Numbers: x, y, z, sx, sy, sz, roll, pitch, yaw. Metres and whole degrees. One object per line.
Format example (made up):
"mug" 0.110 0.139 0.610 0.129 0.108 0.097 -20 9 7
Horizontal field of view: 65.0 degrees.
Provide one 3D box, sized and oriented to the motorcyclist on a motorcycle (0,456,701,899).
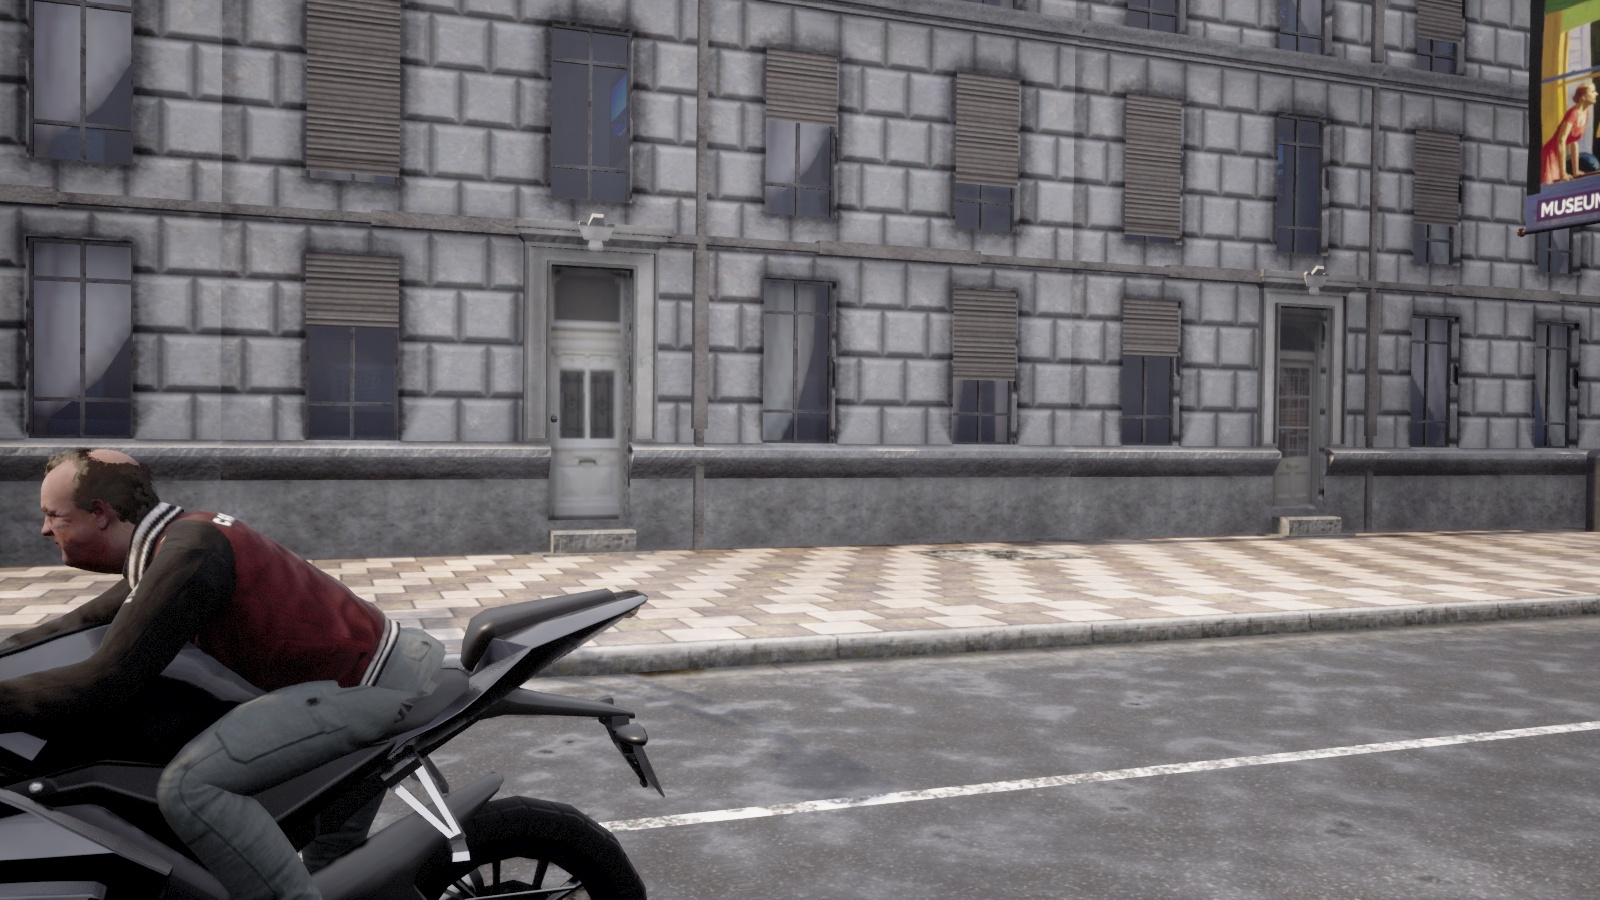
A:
"motorcyclist on a motorcycle" -1.392 0.804 2.711 2.191 1.530 0.866 -1 1 -21
